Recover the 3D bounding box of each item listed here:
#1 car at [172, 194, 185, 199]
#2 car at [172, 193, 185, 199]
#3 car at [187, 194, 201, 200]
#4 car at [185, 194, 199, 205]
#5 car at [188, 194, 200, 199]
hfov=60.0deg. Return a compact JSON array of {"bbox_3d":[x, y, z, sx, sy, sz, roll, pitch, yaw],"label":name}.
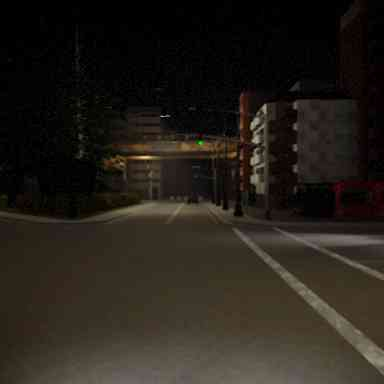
[{"bbox_3d":[-3.587,1.208,90.067,1.853,1.218,4.536,0,0,25],"label":"car"},{"bbox_3d":[-3.608,1.365,90.020,2.038,1.542,4.974,0,0,25],"label":"car"},{"bbox_3d":[0.552,1.354,89.710,2.038,1.542,4.974,0,0,-20],"label":"car"},{"bbox_3d":[0.123,1.435,56.524,1.837,1.490,4.892,0,0,0],"label":"car"},{"bbox_3d":[0.534,1.197,89.759,1.853,1.218,4.536,0,0,-20],"label":"car"}]
